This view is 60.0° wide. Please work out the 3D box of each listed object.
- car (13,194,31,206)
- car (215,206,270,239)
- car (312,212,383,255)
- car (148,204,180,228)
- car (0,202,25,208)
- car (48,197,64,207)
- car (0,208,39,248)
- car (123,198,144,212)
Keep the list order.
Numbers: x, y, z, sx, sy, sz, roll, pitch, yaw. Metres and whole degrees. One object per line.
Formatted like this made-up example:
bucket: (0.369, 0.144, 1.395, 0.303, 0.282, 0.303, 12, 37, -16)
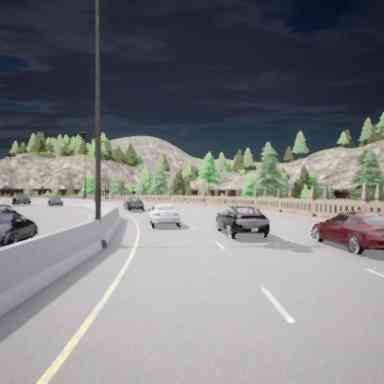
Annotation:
car: (-30.006, 1.354, 58.573, 2.150, 2.045, 5.566, 0, 0, -38)
car: (2.466, 1.471, 17.199, 2.128, 1.511, 4.902, 0, 0, -8)
car: (6.470, 1.507, 13.106, 1.812, 1.442, 4.674, 0, 0, -5)
car: (-1.932, 1.508, 22.276, 1.812, 1.442, 4.674, 0, 0, -11)
car: (-12.719, 1.559, 21.758, 1.994, 1.385, 4.181, 0, 0, -13)
car: (-21.514, 1.574, 52.510, 1.837, 1.490, 4.892, 0, 0, -32)
car: (-7.861, 1.552, 13.633, 1.994, 1.385, 4.181, 0, 0, -7)
car: (-7.000, 1.491, 39.570, 2.128, 1.511, 4.902, 0, 0, -21)
